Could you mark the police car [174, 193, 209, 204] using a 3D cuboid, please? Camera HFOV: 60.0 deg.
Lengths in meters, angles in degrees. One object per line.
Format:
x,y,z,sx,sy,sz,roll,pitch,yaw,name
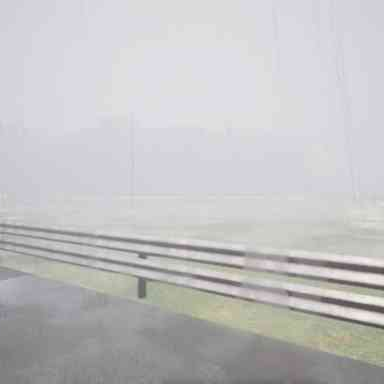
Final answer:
-0.077,0.976,49.336,5.238,1.638,1.930,0,0,-14,police car
